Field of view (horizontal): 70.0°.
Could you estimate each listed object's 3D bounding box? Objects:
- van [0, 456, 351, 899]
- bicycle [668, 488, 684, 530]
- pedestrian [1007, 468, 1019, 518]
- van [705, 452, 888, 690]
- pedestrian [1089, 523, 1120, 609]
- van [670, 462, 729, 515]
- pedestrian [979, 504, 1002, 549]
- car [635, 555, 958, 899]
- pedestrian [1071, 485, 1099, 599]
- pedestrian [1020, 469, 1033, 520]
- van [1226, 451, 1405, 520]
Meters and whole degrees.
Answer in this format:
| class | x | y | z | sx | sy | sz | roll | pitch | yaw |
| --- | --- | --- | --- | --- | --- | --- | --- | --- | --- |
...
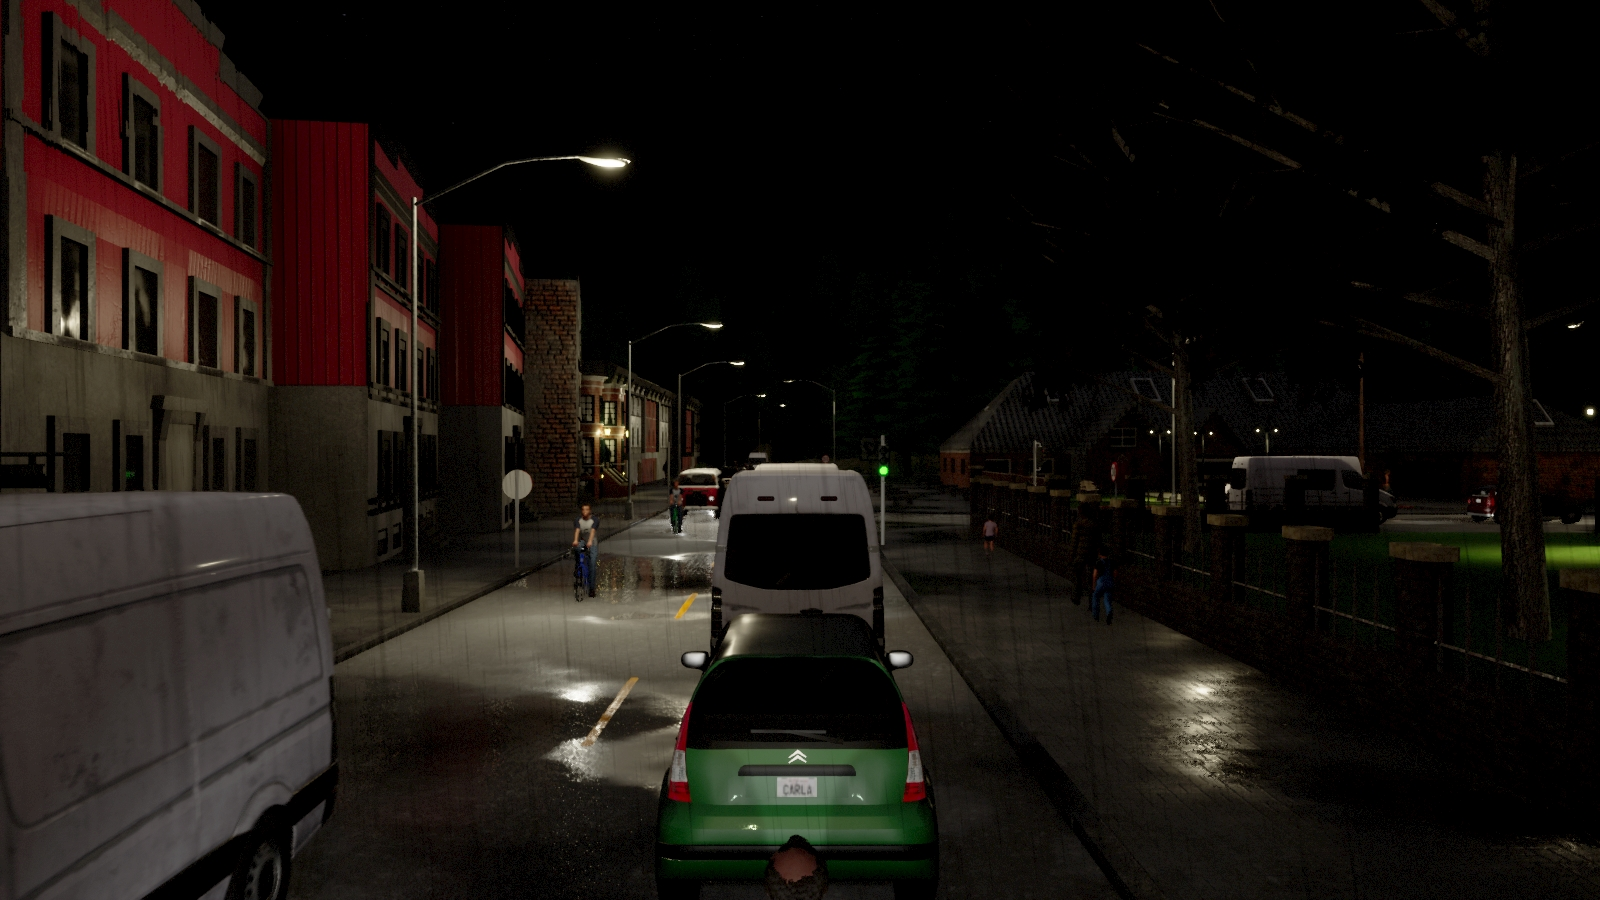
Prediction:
| class | x | y | z | sx | sy | sz | roll | pitch | yaw |
| --- | --- | --- | --- | --- | --- | --- | --- | --- | --- |
| van | -4.025 | 1.315 | 4.777 | 1.988 | 2.561 | 5.915 | 0 | 0 | 0 |
| bicycle | -4.088 | 1.936 | 37.726 | 0.373 | 1.296 | 1.643 | 0 | 0 | 0 |
| pedestrian | 8.085 | 1.629 | 43.410 | 0.375 | 1.860 | 0.375 | 0 | 0 | -5 |
| van | -0.048 | 1.314 | 15.312 | 1.988 | 2.561 | 5.915 | 0 | 0 | 0 |
| pedestrian | 4.758 | 1.805 | 17.863 | 0.375 | 1.300 | 0.375 | 0 | 0 | 1 |
| van | -4.109 | 1.562 | 47.401 | 2.069 | 2.038 | 4.480 | 0 | 0 | 0 |
| pedestrian | 4.744 | 1.904 | 28.504 | 0.500 | 1.100 | 0.500 | 0 | 0 | 0 |
| car | -0.023 | 1.779 | 8.527 | 1.851 | 1.617 | 3.988 | 0 | 0 | 0 |
| pedestrian | 4.744 | 1.525 | 19.028 | 0.375 | 1.860 | 0.375 | 0 | 0 | -3 |
| pedestrian | 8.307 | 1.629 | 41.939 | 0.375 | 1.860 | 0.375 | 0 | 0 | -3 |
| van | 19.562 | 1.314 | 43.543 | 5.915 | 2.561 | 1.988 | 0 | 0 | 1 |
